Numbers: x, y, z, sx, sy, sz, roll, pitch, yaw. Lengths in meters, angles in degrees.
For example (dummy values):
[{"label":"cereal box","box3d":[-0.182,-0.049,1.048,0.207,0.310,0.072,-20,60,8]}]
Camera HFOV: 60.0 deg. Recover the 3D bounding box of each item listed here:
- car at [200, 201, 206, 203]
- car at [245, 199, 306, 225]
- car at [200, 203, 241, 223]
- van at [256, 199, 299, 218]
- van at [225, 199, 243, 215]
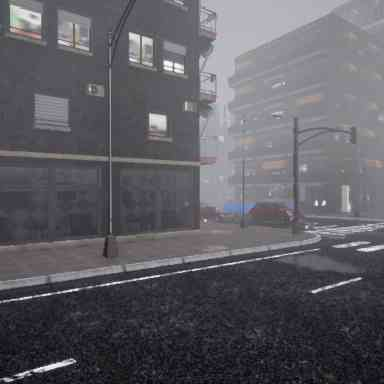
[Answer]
[{"label":"car","box3d":[0.695,1.707,34.586,2.097,1.767,4.553,0,-1,-36]},{"label":"car","box3d":[6.682,1.574,26.417,2.097,1.767,4.553,0,-1,-36]},{"label":"car","box3d":[1.852,1.874,28.654,1.802,1.307,4.206,-1,0,-36]},{"label":"van","box3d":[8.603,1.602,33.556,1.690,1.788,3.998,-1,0,-36]},{"label":"van","box3d":[5.297,1.676,38.079,1.690,1.788,3.998,-1,0,-36]}]
